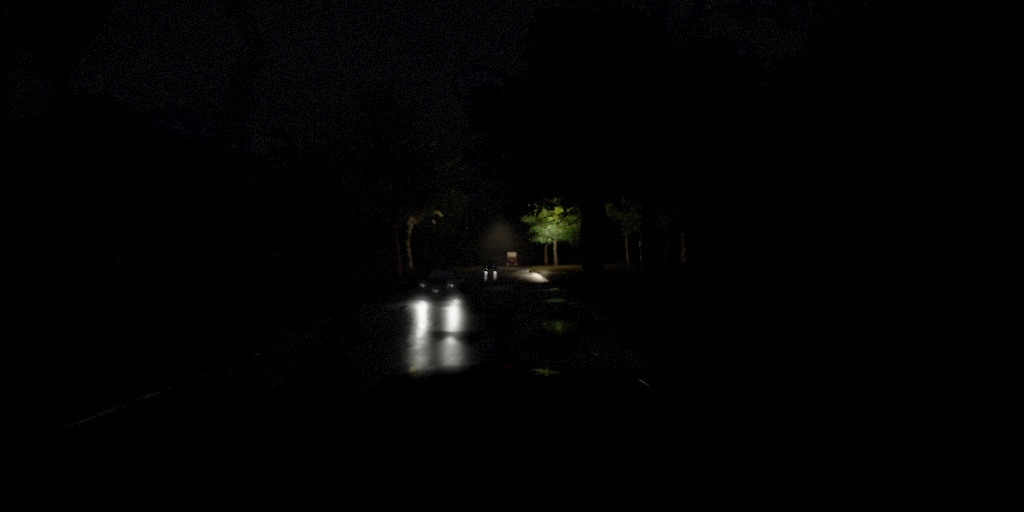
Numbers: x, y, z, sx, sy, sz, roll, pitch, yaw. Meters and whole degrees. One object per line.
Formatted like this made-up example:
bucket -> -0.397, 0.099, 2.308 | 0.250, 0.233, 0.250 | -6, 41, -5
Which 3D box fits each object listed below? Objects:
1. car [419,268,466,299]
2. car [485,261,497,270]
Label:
car -> -3.598, 1.406, 19.301 | 1.812, 1.442, 4.674 | 0, 0, 0
car -> -3.536, 1.639, 60.619 | 1.837, 1.490, 4.892 | 0, 0, 1
